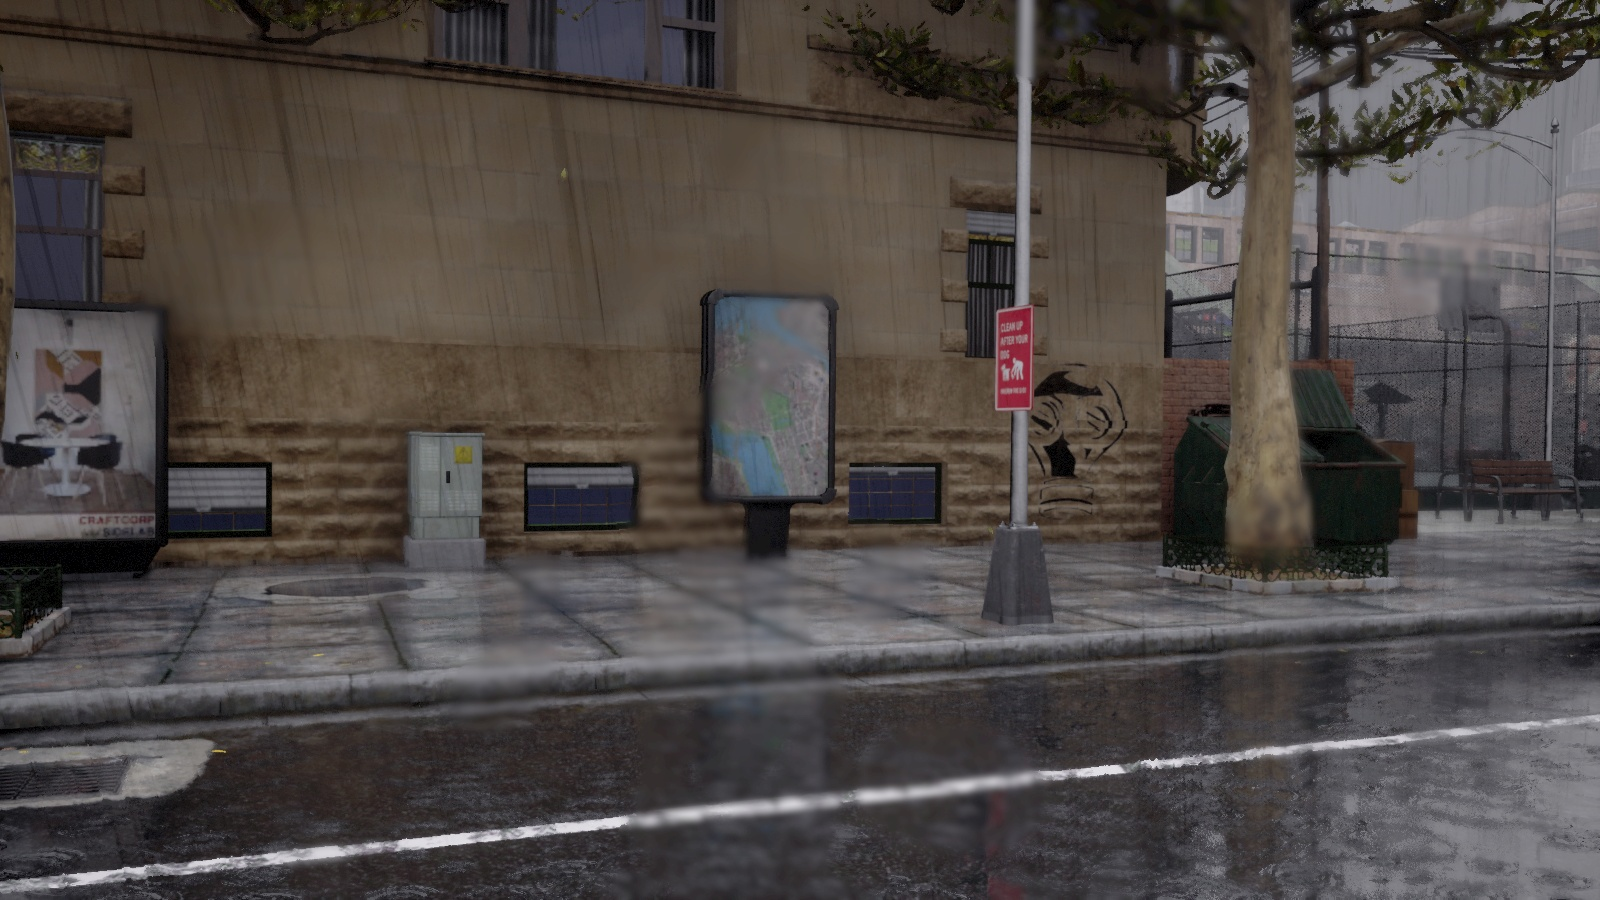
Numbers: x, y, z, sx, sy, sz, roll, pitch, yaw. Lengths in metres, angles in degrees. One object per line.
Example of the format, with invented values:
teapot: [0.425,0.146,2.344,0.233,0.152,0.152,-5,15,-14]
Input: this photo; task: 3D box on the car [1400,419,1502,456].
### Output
car: [30.227,-0.580,58.387,1.851,1.617,3.988,-1,1,-21]

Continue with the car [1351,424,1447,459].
car: [27.072,-0.405,56.848,1.845,1.501,3.633,-1,1,-21]
